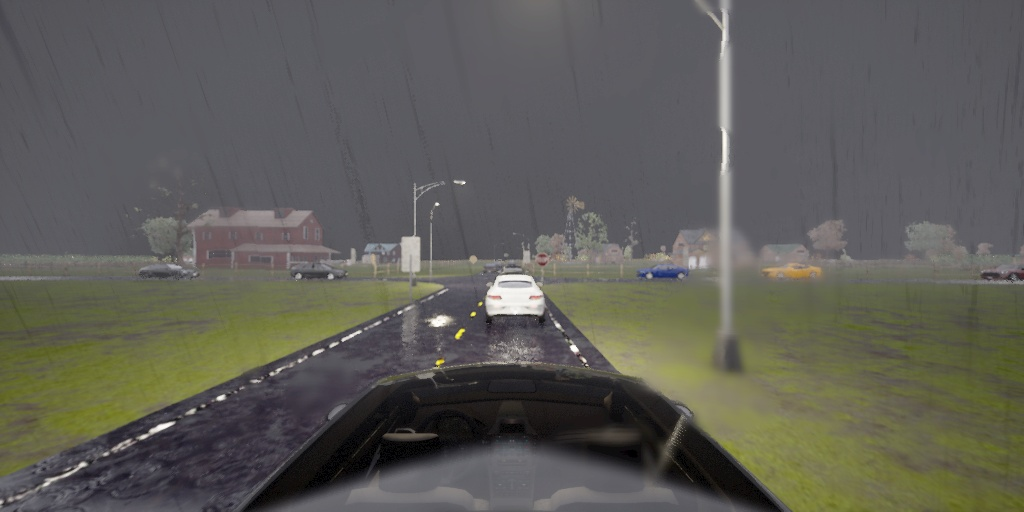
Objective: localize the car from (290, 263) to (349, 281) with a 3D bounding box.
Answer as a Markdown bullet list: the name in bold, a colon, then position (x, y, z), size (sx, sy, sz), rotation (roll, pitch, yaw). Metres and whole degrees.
- **car**: position (-17.473, 1.438, 32.644), size (4.892, 1.490, 1.837), rotation (1, 0, 0)

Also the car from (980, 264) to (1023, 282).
- **car**: position (48.949, 1.556, 35.012), size (4.553, 1.767, 2.097), rotation (0, 0, 1)

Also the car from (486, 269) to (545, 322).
- **car**: position (0.098, 1.359, 12.494), size (1.812, 1.442, 4.674), rotation (0, 0, 0)

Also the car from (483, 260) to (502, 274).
- **car**: position (-2.871, 1.651, 48.757), size (2.033, 1.411, 5.357), rotation (0, 0, 1)

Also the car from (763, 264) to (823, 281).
- **car**: position (27.552, 1.584, 35.263), size (5.008, 1.535, 1.882), rotation (0, 0, 0)

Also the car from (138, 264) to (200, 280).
- **car**: position (-31.288, 1.426, 32.750), size (4.674, 1.442, 1.812), rotation (0, 0, 0)

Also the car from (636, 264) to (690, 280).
- **car**: position (14.817, 1.534, 35.360), size (5.008, 1.535, 1.882), rotation (0, 0, 0)

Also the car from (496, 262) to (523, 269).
- **car**: position (0.092, 1.435, 25.077), size (1.837, 1.490, 4.892), rotation (0, 0, 0)
